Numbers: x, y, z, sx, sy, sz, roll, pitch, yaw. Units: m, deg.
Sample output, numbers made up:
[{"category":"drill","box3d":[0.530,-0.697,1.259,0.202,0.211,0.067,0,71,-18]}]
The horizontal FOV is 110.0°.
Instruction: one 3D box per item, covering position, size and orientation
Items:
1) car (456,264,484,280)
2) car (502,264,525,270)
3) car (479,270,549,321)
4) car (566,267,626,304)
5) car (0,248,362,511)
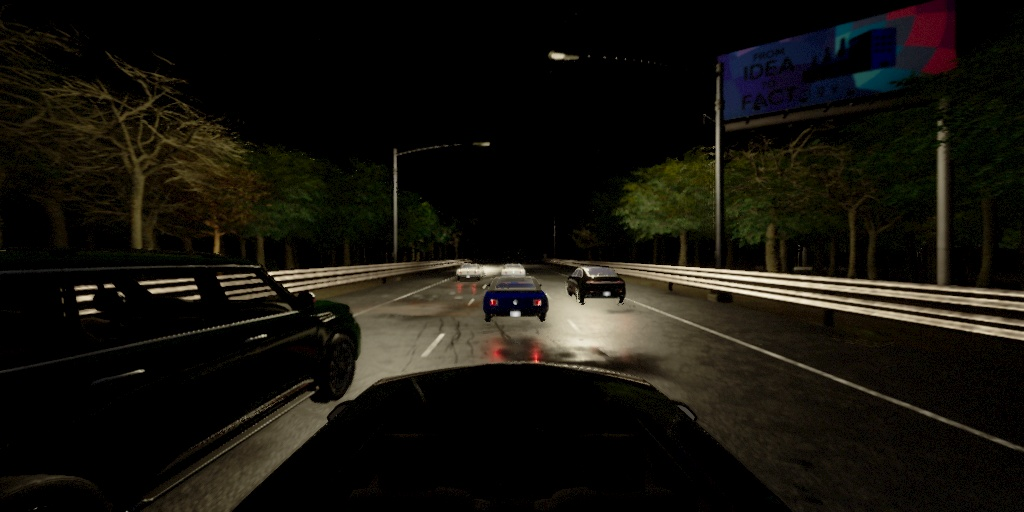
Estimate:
[{"category":"car","box3d":[-3.402,1.296,30.055,1.895,1.301,4.718,0,0,0]},{"category":"car","box3d":[0.105,1.296,29.976,1.895,1.301,4.718,0,0,0]},{"category":"car","box3d":[0.103,1.328,12.259,1.895,1.301,4.718,0,0,0]},{"category":"car","box3d":[3.602,1.211,16.032,2.128,1.511,4.902,0,0,0]},{"category":"car","box3d":[-3.401,0.968,3.198,2.150,2.045,5.566,0,0,0]}]
